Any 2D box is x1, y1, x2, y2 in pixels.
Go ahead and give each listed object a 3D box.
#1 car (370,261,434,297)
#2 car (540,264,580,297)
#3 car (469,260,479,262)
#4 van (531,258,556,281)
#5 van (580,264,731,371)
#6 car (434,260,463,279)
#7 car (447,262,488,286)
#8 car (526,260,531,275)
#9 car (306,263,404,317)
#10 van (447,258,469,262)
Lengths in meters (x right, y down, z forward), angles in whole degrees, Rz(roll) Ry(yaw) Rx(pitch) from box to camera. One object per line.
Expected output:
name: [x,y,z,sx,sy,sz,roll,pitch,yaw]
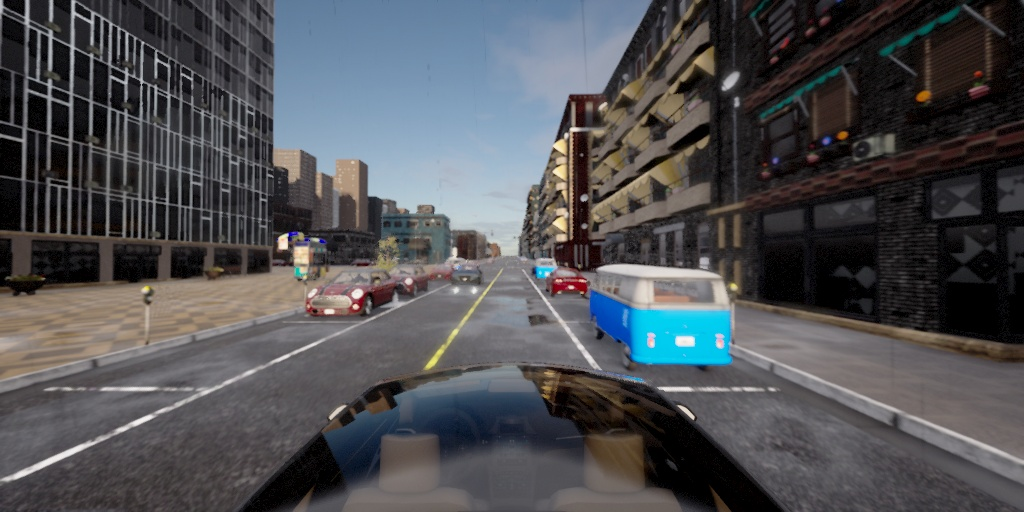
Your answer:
car: [-5.628,1.202,18.726,1.967,1.591,4.097,0,0,0]
car: [2.720,1.306,18.745,1.888,1.381,4.507,0,0,0]
car: [-5.581,1.202,46.955,1.967,1.591,4.097,0,0,0]
van: [2.739,1.105,30.036,1.690,1.789,3.998,0,0,0]
van: [2.702,1.095,7.450,1.690,1.789,3.998,0,0,0]
car: [-5.609,1.310,30.017,1.888,1.381,4.507,0,0,0]
car: [-3.059,1.328,25.360,1.994,1.385,4.181,0,0,0]
car: [2.748,1.330,35.683,1.948,1.339,4.313,0,0,0]
car: [-5.643,1.199,13.080,1.967,1.591,4.097,0,0,0]
van: [-5.600,1.105,35.663,1.690,1.789,3.998,0,0,0]
